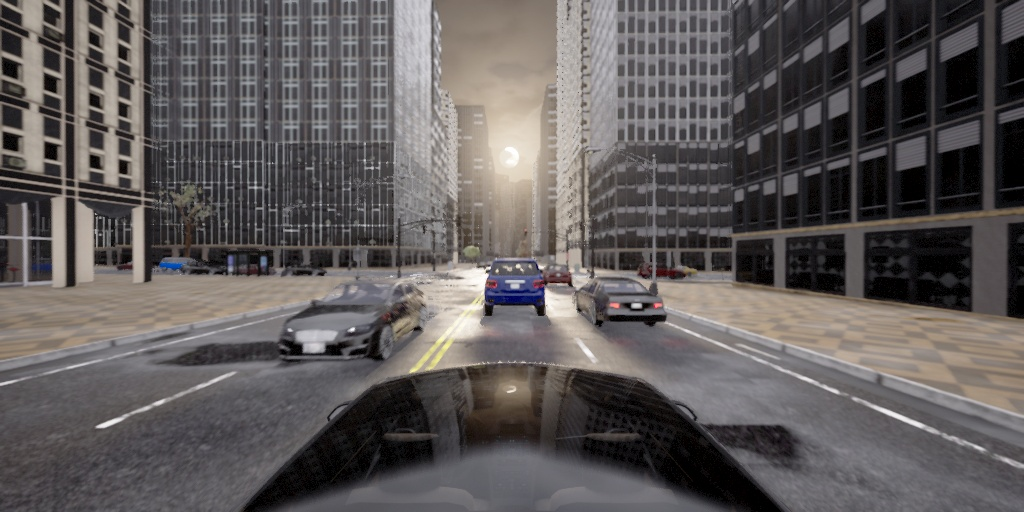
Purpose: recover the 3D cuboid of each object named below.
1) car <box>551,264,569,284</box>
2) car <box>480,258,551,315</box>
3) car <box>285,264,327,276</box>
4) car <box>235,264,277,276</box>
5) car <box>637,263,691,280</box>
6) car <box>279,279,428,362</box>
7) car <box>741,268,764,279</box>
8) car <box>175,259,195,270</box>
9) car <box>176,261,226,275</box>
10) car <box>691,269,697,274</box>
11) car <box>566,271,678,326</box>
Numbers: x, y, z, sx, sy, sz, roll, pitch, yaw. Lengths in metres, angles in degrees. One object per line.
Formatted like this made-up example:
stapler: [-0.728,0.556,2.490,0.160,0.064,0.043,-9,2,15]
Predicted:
car: [3.347,1.384,27.880,2.097,1.767,4.553,0,0,0]
car: [0.098,1.110,14.435,2.150,2.045,5.566,0,-1,0]
car: [-22.736,1.598,39.590,4.313,1.339,1.948,0,0,1]
car: [-28.420,1.564,39.723,4.207,1.307,1.802,0,0,1]
car: [16.189,1.682,39.064,5.009,1.841,2.192,0,0,1]
car: [-3.348,1.318,8.522,2.128,1.511,4.902,0,-1,0]
car: [27.638,1.988,38.868,4.829,1.417,1.751,0,0,1]
car: [-36.440,1.403,42.595,4.892,1.490,1.837,1,0,1]
car: [-34.101,1.498,39.896,4.313,1.339,1.948,0,0,1]
car: [21.798,1.899,47.351,4.829,1.417,1.751,0,0,1]
car: [3.348,1.411,12.138,2.033,1.411,5.357,0,-1,0]
